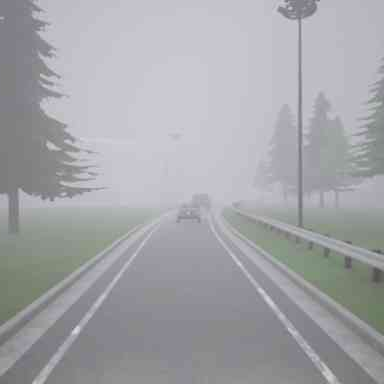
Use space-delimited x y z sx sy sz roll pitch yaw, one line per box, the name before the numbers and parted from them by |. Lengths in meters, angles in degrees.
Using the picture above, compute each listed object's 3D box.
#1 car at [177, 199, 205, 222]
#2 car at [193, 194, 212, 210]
car | -0.196 1.563 26.329 2.033 1.411 5.357 0 0 1
car | 1.318 1.242 43.408 2.150 2.045 5.566 0 0 9
